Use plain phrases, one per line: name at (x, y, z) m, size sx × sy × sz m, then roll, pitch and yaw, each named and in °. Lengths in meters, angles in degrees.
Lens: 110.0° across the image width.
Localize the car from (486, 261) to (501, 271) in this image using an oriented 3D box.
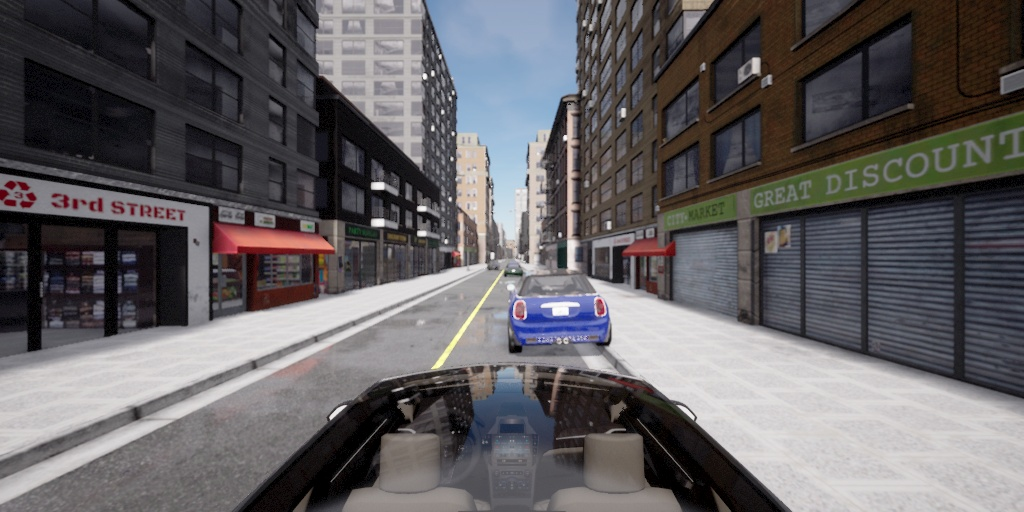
car at (-2.631, 1.419, 51.743) m, size 1.837 × 1.490 × 4.892 m, roll 0°, pitch 0°, yaw 0°

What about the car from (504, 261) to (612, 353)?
car at (0.947, 1.096, 9.070) m, size 2.097 × 1.767 × 4.553 m, roll -2°, pitch 0°, yaw 0°

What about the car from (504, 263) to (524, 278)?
car at (0.162, 1.435, 37.103) m, size 1.994 × 1.385 × 4.181 m, roll 0°, pitch 0°, yaw 0°
